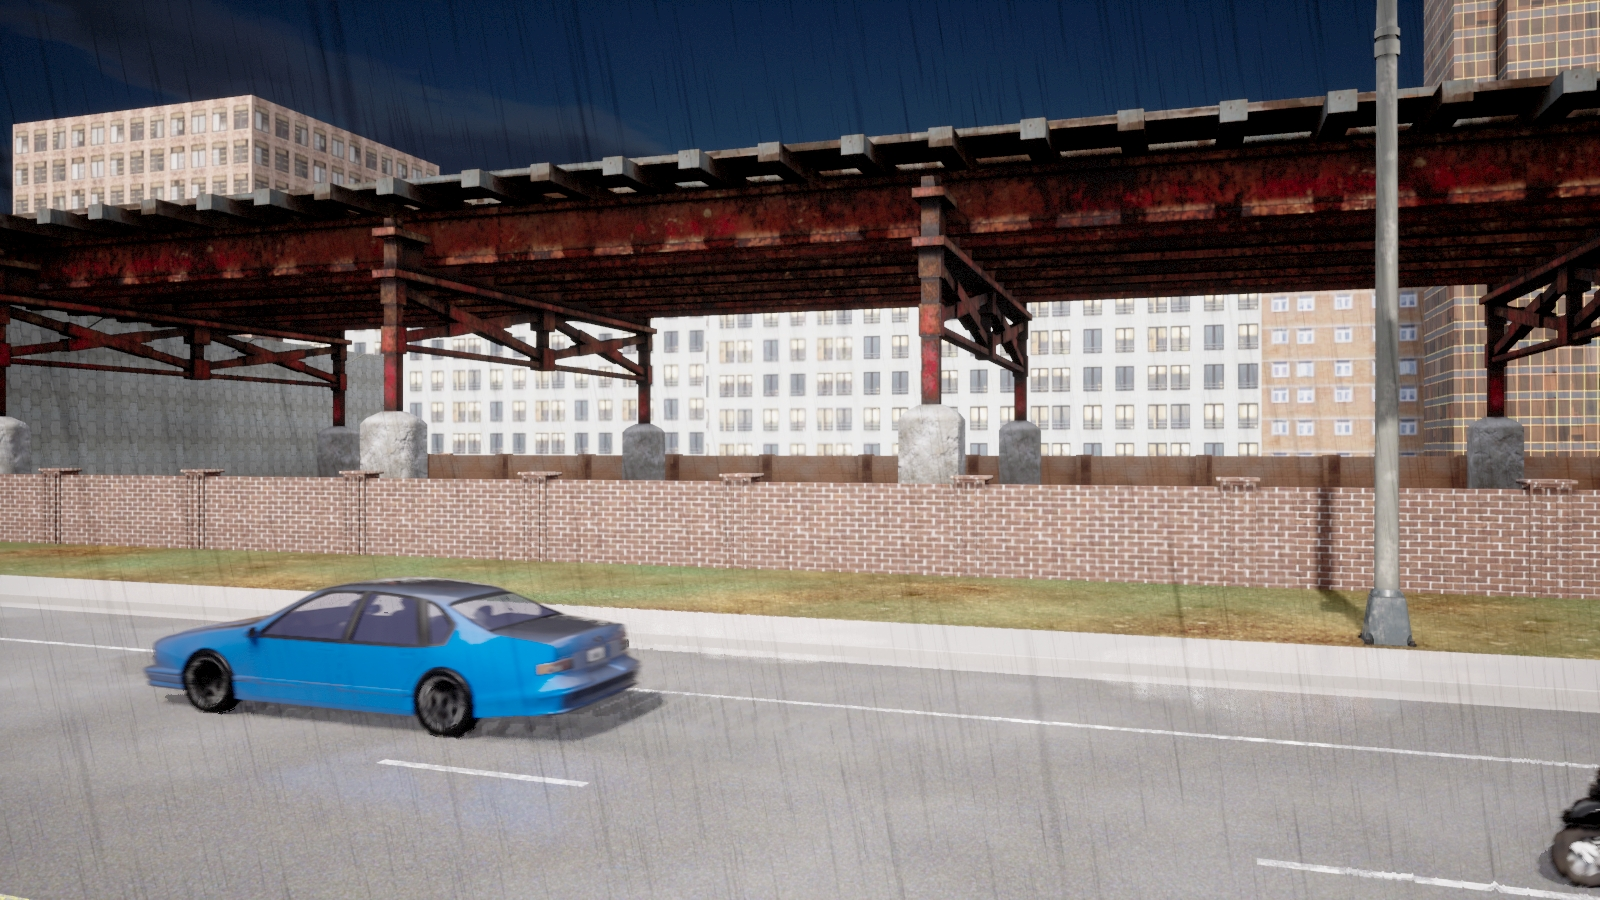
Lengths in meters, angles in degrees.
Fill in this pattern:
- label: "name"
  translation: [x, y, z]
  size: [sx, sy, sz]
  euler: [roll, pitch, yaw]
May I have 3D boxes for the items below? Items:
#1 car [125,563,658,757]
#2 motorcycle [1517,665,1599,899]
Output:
- label: "car"
  translation: [-4.406, 2.106, 12.346]
  size: [5.357, 1.411, 2.033]
  euler: [0, 0, 20]
- label: "motorcycle"
  translation: [5.725, 2.129, 7.239]
  size: [1.805, 1.341, 0.856]
  euler: [0, 0, 6]
